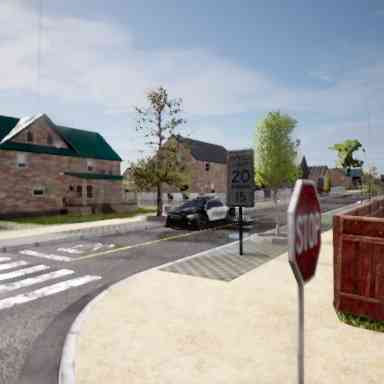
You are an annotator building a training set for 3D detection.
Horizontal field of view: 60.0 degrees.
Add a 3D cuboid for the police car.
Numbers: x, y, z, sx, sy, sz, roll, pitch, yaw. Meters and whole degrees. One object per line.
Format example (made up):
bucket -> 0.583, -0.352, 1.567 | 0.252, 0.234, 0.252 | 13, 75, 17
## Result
police car -> 0.520, 1.088, 18.359 | 2.038, 1.542, 4.974 | -1, 1, 35
